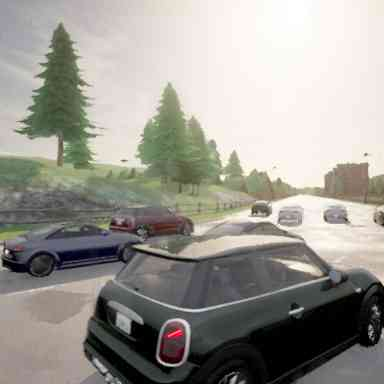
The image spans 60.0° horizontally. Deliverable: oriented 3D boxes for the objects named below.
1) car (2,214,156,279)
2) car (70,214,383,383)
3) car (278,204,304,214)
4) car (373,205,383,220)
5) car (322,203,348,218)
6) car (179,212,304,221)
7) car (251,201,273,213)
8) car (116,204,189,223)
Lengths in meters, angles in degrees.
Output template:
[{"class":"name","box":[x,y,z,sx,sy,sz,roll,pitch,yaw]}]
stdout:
[{"class":"car","box":[-3.503,1.613,10.380,4.181,1.385,1.994,0,0,-41]},{"class":"car","box":[0.936,1.383,4.774,4.553,1.767,2.097,1,-1,-39]},{"class":"car","box":[8.243,1.717,27.595,1.812,1.442,4.674,0,0,22]},{"class":"car","box":[14.829,1.675,24.771,1.882,1.535,5.008,0,0,21]},{"class":"car","box":[12.755,1.745,29.666,1.812,1.442,4.674,0,0,21]},{"class":"car","box":[1.939,1.596,10.788,1.812,1.442,4.674,0,0,44]},{"class":"car","box":[7.618,1.743,36.030,1.837,1.490,4.892,0,0,19]},{"class":"car","box":[-1.947,1.445,16.952,2.097,1.767,4.553,0,-1,42]}]
